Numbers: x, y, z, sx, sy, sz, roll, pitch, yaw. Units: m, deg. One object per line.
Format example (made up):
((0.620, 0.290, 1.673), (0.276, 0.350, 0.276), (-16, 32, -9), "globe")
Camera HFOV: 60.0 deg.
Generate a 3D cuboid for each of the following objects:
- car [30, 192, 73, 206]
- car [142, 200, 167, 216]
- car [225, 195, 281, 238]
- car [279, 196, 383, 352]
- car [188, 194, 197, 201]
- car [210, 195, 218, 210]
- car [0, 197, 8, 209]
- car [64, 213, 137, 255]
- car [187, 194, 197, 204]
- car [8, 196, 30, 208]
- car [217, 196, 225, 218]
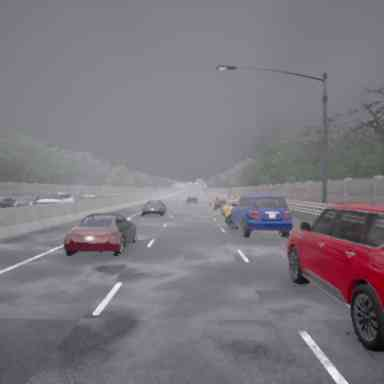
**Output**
((-14.086, 1.072, 34.318), (2.150, 2.045, 5.566), (0, 0, 0), "car")
((-3.396, 1.429, 30.565), (1.994, 1.385, 4.181), (0, 0, 0), "car")
((3.414, 1.142, 17.482), (2.150, 2.045, 5.566), (0, 0, -3), "car")
((3.501, 1.191, 6.260), (2.150, 2.045, 5.566), (0, 0, 0), "car")
((0.009, 1.240, 78.175), (2.033, 1.411, 5.357), (0, 0, 0), "car")
((3.505, 1.337, 39.238), (1.837, 1.490, 4.892), (0, 0, 0), "car")
((-21.083, 1.350, 36.537), (1.837, 1.490, 4.892), (0, 0, 0), "car")
((-3.398, 1.503, 13.056), (1.994, 1.385, 4.181), (0, 0, 0), "car")
((0.007, 1.255, 59.892), (1.882, 1.535, 5.008), (0, 0, 0), "car")
((-17.585, 1.195, 36.513), (2.097, 1.767, 4.553), (0, 0, 0), "car")
((3.504, 1.330, 28.425), (1.801, 1.575, 5.366), (0, 0, 0), "car")
